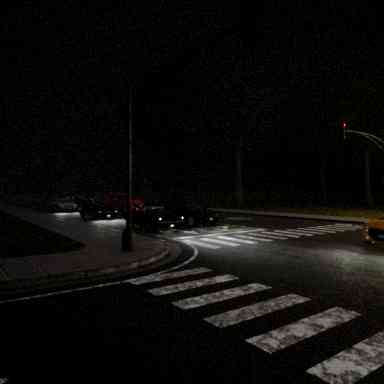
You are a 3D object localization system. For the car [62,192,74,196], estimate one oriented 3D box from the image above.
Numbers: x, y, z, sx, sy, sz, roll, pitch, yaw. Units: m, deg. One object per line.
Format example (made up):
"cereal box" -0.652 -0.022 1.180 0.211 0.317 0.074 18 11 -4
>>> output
"car" -21.414 1.039 57.734 2.150 2.045 5.566 0 0 -36

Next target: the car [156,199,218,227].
"car" -0.220 1.410 22.804 1.882 1.535 5.008 0 0 -35

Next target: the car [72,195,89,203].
"car" -21.136 1.332 63.043 1.812 1.442 4.674 0 -1 -36

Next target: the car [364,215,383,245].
"car" 9.344 1.450 14.299 5.008 1.535 1.882 0 0 -35

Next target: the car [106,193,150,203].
"car" -6.454 1.117 31.401 2.150 2.045 5.566 0 0 -36

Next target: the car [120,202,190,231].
"car" -2.373 1.542 20.230 1.895 1.301 4.718 0 0 -36

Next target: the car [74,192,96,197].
"car" -15.604 1.187 49.812 2.097 1.767 4.553 0 0 -35

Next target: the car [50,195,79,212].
"car" -14.065 1.401 36.375 1.812 1.442 4.674 0 0 -36

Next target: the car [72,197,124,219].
"car" -8.031 1.454 28.044 2.033 1.411 5.357 0 0 -36

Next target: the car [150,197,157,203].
"car" -5.696 1.350 41.771 2.128 1.511 4.902 0 0 -36
